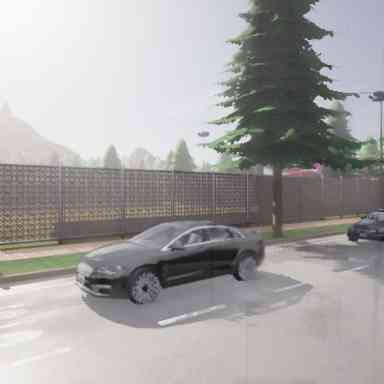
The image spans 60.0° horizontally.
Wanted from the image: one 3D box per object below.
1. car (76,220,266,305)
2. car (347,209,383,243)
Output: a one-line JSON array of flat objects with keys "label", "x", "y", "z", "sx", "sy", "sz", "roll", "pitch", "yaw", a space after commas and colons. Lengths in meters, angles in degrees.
[{"label": "car", "x": -0.275, "y": 1.490, "z": 8.188, "sx": 4.902, "sy": 1.511, "sz": 2.128, "roll": 0, "pitch": 0, "yaw": -37}, {"label": "car", "x": 8.918, "y": 1.521, "z": 15.099, "sx": 4.674, "sy": 1.442, "sz": 1.812, "roll": 0, "pitch": 0, "yaw": -37}]
